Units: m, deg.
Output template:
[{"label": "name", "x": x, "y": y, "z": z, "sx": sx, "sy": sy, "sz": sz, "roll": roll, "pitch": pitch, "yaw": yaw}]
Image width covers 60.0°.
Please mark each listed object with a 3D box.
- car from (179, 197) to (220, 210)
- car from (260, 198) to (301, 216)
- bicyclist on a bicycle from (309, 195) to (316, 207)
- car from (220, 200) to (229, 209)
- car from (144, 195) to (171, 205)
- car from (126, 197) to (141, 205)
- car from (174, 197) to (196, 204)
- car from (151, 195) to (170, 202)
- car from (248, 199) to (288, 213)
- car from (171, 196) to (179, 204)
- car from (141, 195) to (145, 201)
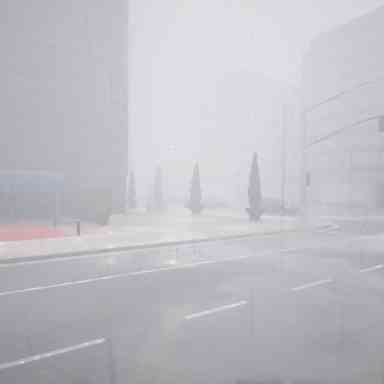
[{"label": "car", "x": 0.866, "y": 1.489, "z": 42.769, "sx": 2.128, "sy": 1.511, "sz": 4.902, "roll": 0, "pitch": 0, "yaw": -35}, {"label": "car", "x": 8.219, "y": 1.352, "z": 32.185, "sx": 2.097, "sy": 1.767, "sz": 4.553, "roll": 0, "pitch": 0, "yaw": -35}, {"label": "bicyclist on a bicycle", "x": 16.964, "y": 1.301, "z": 46.732, "sx": 1.656, "sy": 1.620, "sz": 0.582, "roll": 0, "pitch": 0, "yaw": -35}, {"label": "car", "x": 3.049, "y": 1.526, "z": 45.765, "sx": 1.812, "sy": 1.442, "sz": 4.674, "roll": 0, "pitch": 0, "yaw": -35}, {"label": "car", "x": -6.114, "y": 1.601, "z": 59.022, "sx": 1.895, "sy": 1.301, "sz": 4.718, "roll": 0, "pitch": 0, "yaw": -34}, {"label": "car", "x": -12.054, "y": 1.547, "z": 61.527, "sx": 2.033, "sy": 1.411, "sz": 5.357, "roll": 0, "pitch": 0, "yaw": -35}, {"label": "car", "x": -1.424, "y": 1.601, "z": 64.736, "sx": 1.895, "sy": 1.301, "sz": 4.718, "roll": 0, "pitch": 0, "yaw": -34}, {"label": "car", "x": -6.801, "y": 1.384, "z": 72.375, "sx": 1.882, "sy": 1.535, "sz": 5.008, "roll": 0, "pitch": 0, "yaw": -35}, {"label": "car", "x": 8.535, "y": 1.564, "z": 37.866, "sx": 1.994, "sy": 1.385, "sz": 4.181, "roll": 0, "pitch": 0, "yaw": -35}, {"label": "car", "x": -4.210, "y": 1.491, "z": 62.608, "sx": 2.128, "sy": 1.511, "sz": 4.902, "roll": 0, "pitch": 0, "yaw": -34}, {"label": "car", "x": -9.676, "y": 1.384, "z": 70.378, "sx": 1.882, "sy": 1.535, "sz": 5.008, "roll": 0, "pitch": 0, "yaw": -35}]
